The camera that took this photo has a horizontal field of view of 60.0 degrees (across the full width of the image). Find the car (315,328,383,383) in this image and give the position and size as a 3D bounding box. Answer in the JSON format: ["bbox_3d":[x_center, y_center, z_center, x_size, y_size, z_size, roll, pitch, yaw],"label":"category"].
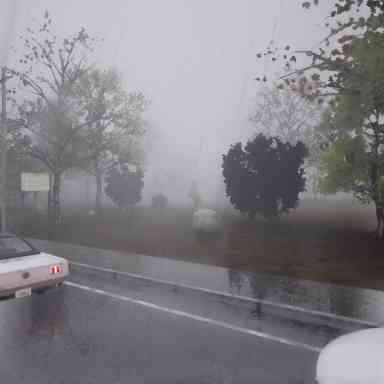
[{"bbox_3d":[3.104,1.525,1.794,4.674,1.442,1.812,0,0,35],"label":"car"}]

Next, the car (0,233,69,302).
[{"bbox_3d":[-4.964,1.603,7.531,4.718,1.301,1.895,0,0,36],"label":"car"}]
